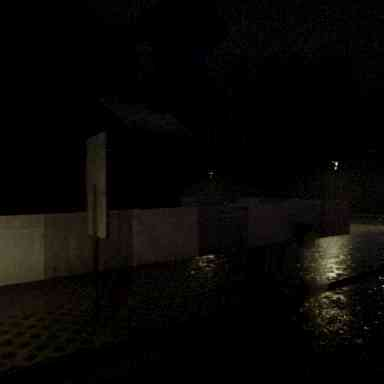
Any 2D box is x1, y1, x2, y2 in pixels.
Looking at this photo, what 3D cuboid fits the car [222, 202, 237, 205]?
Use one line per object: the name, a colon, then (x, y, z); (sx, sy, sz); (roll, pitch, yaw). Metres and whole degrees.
car: (3.171, 1.310, 32.654); (1.837, 1.490, 4.892); (-1, 1, -35)
